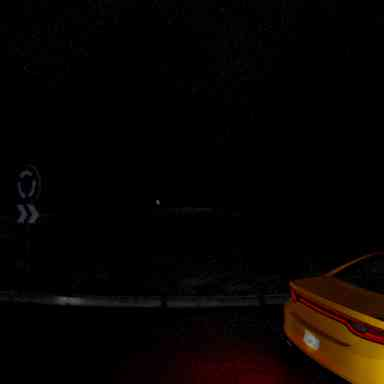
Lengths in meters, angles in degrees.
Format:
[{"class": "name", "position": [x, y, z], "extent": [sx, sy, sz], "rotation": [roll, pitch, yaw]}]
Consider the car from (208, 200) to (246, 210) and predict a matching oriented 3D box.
[{"class": "car", "position": [4.501, 1.630, 42.818], "extent": [4.718, 1.301, 1.895], "rotation": [0, 0, 15]}]

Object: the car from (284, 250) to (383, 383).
[{"class": "car", "position": [3.677, 1.481, 4.374], "extent": [5.008, 1.535, 1.882], "rotation": [0, 0, -17]}]
